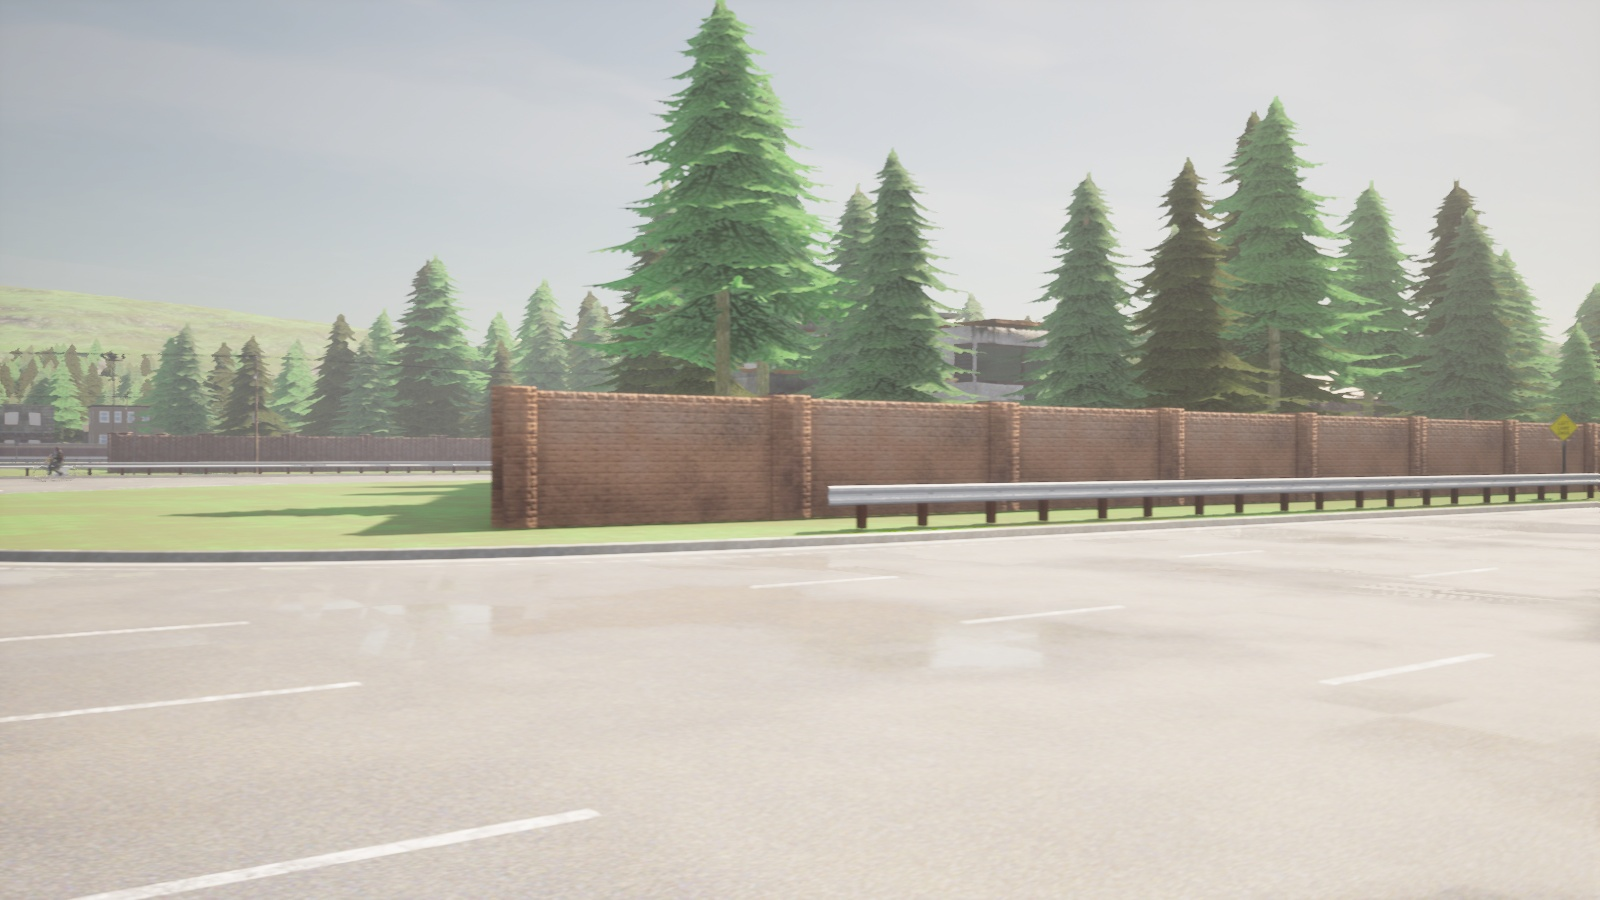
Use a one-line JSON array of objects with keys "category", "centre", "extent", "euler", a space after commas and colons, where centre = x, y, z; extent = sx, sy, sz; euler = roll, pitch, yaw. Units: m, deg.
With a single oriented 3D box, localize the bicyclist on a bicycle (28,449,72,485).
[{"category": "bicyclist on a bicycle", "centre": [-37.334, 0.848, 62.545], "extent": [1.843, 1.776, 0.659], "euler": [0, 0, -35]}]
